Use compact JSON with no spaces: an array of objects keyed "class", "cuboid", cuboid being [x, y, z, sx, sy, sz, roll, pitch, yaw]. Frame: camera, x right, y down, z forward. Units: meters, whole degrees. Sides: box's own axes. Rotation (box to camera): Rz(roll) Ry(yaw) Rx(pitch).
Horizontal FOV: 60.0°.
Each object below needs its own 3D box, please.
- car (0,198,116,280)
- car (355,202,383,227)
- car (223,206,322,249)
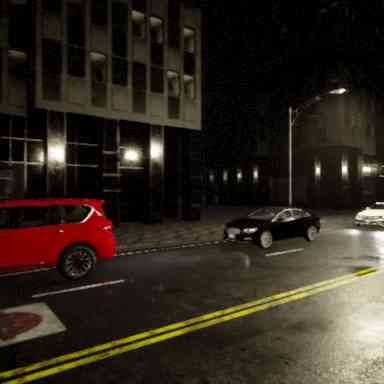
[{"class":"car","cuboid":[-4.704,1.214,8.311,5.566,2.045,2.150,-1,0,-36]},{"class":"car","cuboid":[11.718,1.326,19.936,4.674,1.442,1.812,-1,0,-35]},{"class":"car","cuboid":[3.508,1.389,14.150,4.902,1.511,2.128,-1,0,-35]}]
